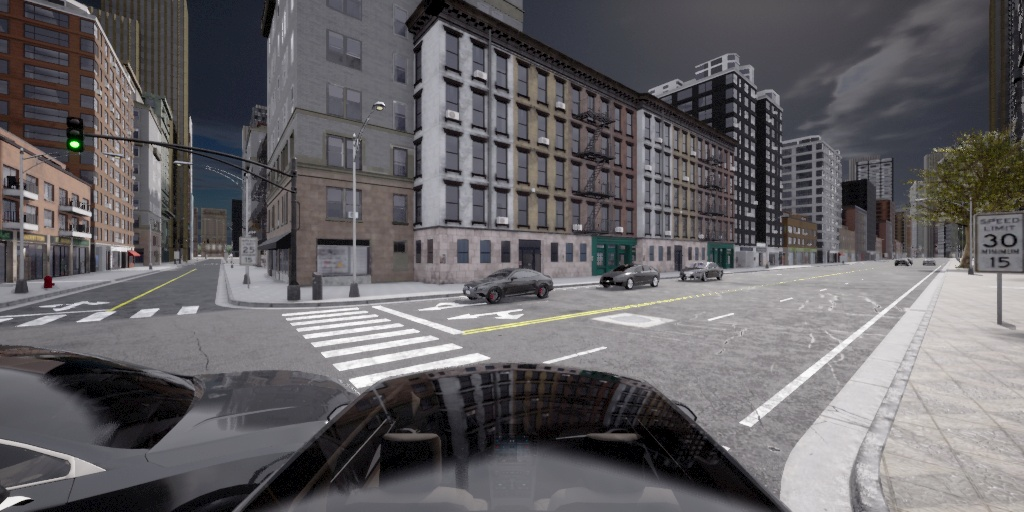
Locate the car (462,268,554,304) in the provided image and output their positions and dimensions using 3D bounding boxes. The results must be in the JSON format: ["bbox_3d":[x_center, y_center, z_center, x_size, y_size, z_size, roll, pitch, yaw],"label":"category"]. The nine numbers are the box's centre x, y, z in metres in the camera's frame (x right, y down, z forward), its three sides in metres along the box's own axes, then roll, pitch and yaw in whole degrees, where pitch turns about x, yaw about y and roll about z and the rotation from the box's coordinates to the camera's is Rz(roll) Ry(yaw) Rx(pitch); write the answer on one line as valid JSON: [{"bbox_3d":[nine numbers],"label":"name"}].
[{"bbox_3d":[-0.065,1.286,16.731,4.674,1.442,1.812,0,0,-39],"label":"car"}]

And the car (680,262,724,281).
[{"bbox_3d":[15.615,1.236,29.452,4.902,1.511,2.128,0,0,-39],"label":"car"}]

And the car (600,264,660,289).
[{"bbox_3d":[7.616,1.258,22.968,4.892,1.490,1.837,0,0,-39],"label":"car"}]

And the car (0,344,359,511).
[{"bbox_3d":[-3.224,1.257,1.754,4.892,1.490,1.837,0,0,-35],"label":"car"}]
